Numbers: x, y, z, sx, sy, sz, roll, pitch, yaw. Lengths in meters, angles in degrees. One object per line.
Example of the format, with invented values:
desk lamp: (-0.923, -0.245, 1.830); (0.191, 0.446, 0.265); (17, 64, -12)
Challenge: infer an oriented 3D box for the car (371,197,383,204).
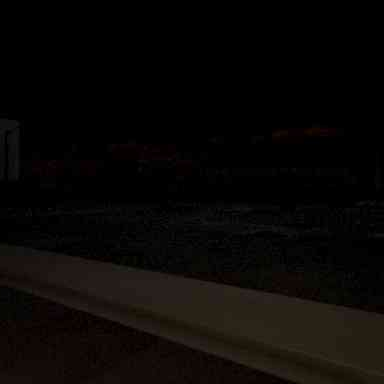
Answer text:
car: (37.270, 1.577, 65.570); (1.853, 1.218, 4.536); (1, 1, 6)

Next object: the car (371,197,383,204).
car: (37.262, 1.735, 65.520); (2.038, 1.542, 4.974); (1, 1, 6)
